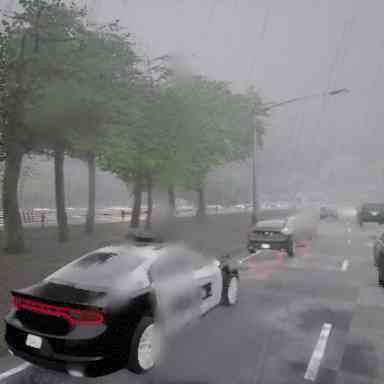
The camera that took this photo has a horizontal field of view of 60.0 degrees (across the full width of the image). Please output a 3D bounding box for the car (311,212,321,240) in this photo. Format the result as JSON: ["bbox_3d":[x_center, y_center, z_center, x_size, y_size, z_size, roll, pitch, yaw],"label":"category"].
[{"bbox_3d":[6.574,2.037,20.378,1.812,1.442,4.674,-1,-2,26],"label":"car"}]

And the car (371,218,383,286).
[{"bbox_3d":[6.351,1.741,9.599,1.837,1.490,4.892,-1,-2,27],"label":"car"}]

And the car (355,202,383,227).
[{"bbox_3d":[15.520,1.895,28.763,2.150,2.045,5.566,-1,-2,24],"label":"car"}]

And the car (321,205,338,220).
[{"bbox_3d":[16.031,2.527,38.851,1.895,1.301,4.718,-1,-2,23],"label":"car"}]

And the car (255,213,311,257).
[{"bbox_3d":[3.923,1.892,14.984,1.837,1.490,4.892,-1,-2,27],"label":"car"}]

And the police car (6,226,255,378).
[{"bbox_3d":[-0.634,1.601,6.191,1.930,1.638,5.238,-1,-2,28],"label":"police car"}]
